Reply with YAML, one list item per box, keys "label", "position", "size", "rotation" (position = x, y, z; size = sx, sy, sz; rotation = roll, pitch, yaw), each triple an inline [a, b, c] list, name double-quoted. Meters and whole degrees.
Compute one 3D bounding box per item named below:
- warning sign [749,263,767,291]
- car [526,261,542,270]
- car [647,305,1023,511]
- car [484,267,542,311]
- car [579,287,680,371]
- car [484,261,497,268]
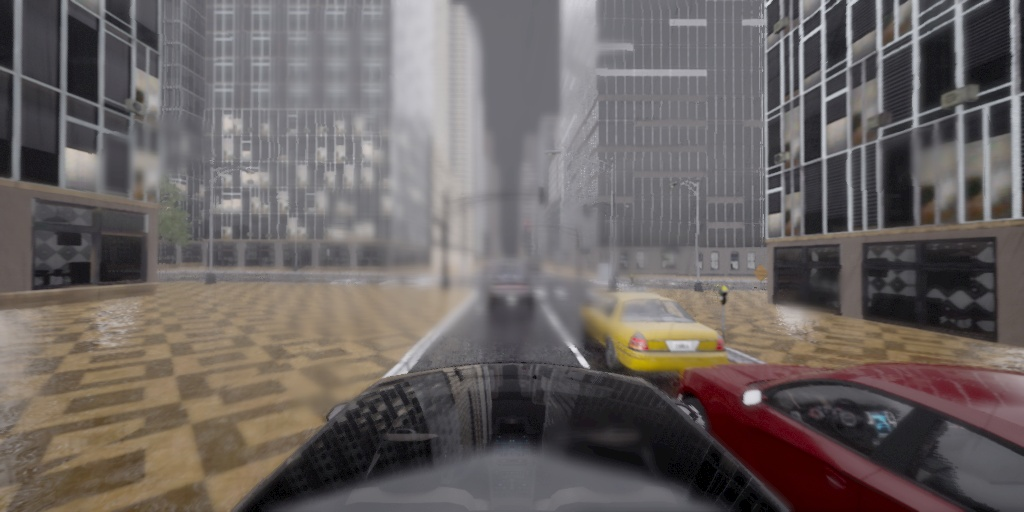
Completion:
- label: "warning sign"
  position: [17.260, 1.446, 24.850]
  size: [1.060, 1.860, 1.300]
  rotation: [0, 0, -3]
- label: "car"
  position: [3.863, 1.924, 58.633]
  size: [1.948, 1.339, 4.313]
  rotation: [0, 0, 0]
- label: "car"
  position: [2.566, 1.298, 1.980]
  size: [1.888, 1.381, 4.507]
  rotation: [0, 0, 0]
- label: "car"
  position: [-0.037, 1.385, 15.350]
  size: [2.128, 1.511, 4.902]
  rotation: [0, 0, -1]
- label: "car"
  position: [2.565, 1.336, 7.702]
  size: [1.751, 1.417, 4.829]
  rotation: [0, 0, 0]
- label: "car"
  position: [-4.098, 1.995, 64.114]
  size: [1.802, 1.307, 4.207]
  rotation: [0, 0, 0]
